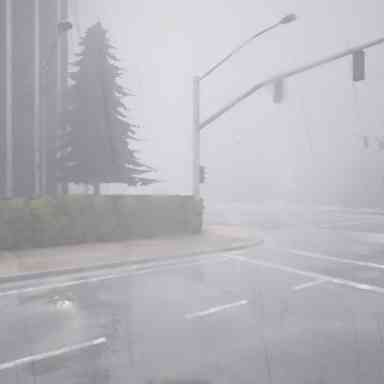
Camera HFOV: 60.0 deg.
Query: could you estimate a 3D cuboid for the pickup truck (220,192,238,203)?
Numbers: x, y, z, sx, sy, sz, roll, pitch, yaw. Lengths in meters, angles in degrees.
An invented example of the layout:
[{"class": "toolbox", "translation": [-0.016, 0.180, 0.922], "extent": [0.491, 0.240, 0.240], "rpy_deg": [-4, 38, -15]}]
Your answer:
[{"class": "pickup truck", "translation": [6.900, 0.964, 62.227], "extent": [2.390, 2.098, 6.274], "rpy_deg": [0, 0, -6]}]
